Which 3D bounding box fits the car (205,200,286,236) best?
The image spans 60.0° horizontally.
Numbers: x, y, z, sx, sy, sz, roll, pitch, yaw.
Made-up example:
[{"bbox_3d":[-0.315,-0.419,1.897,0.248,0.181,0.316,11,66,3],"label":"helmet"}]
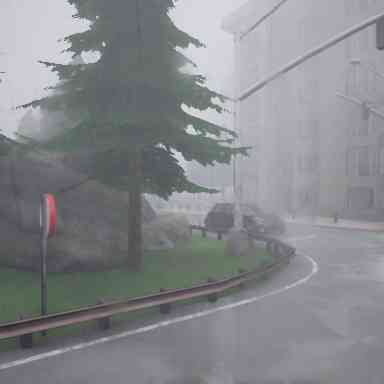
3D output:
[{"bbox_3d":[2.751,1.361,17.810,2.097,1.767,4.553,0,0,-36],"label":"car"}]
